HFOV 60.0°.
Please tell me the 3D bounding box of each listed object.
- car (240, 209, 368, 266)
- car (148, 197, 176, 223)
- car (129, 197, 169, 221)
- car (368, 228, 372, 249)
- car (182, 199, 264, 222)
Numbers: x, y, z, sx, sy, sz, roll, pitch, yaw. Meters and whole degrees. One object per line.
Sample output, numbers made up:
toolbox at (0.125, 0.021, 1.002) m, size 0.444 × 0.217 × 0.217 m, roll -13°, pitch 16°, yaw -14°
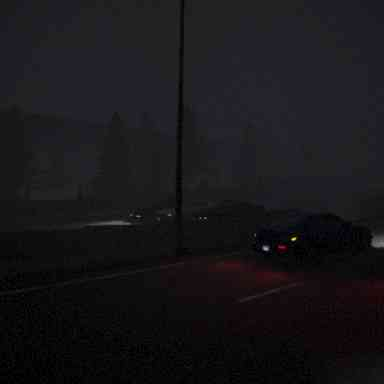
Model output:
car at (3.995, 1.329, 10.900) m, size 4.674 × 1.442 × 1.812 m, roll -3°, pitch 2°, yaw -35°
car at (-0.084, 1.214, 21.130) m, size 4.674 × 1.442 × 1.812 m, roll -3°, pitch 2°, yaw -35°
car at (-2.143, 1.196, 23.961) m, size 4.892 × 1.490 × 1.837 m, roll -4°, pitch 2°, yaw -35°
car at (7.036, 1.244, 8.769) m, size 4.902 × 1.511 × 2.128 m, roll -3°, pitch 2°, yaw -35°
car at (1.918, 1.181, 18.259) m, size 4.902 × 1.511 × 2.128 m, roll -3°, pitch 2°, yaw -35°
